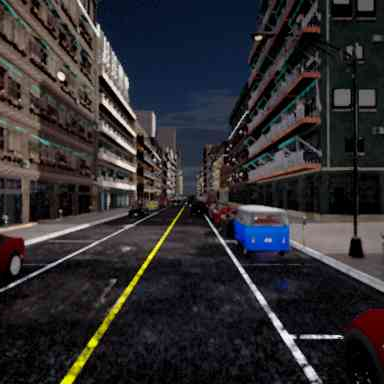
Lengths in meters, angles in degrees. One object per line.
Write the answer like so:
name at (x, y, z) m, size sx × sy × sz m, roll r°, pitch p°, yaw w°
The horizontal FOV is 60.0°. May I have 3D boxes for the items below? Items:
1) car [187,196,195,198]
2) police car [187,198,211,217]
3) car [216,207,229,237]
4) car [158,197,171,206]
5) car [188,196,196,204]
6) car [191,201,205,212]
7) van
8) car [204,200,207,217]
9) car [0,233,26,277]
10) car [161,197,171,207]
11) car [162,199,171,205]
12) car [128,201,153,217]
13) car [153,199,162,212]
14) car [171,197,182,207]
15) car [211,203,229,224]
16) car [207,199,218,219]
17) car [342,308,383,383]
car at (-0.055, 2.078, 72.105) m, size 1.837 × 1.490 × 4.892 m, roll 0°, pitch -1°, yaw 0°
police car at (0.727, 1.791, 36.665) m, size 1.930 × 1.638 × 5.238 m, roll 0°, pitch -1°, yaw 0°
car at (2.676, 1.759, 19.153) m, size 1.947 × 1.339 × 4.313 m, roll 0°, pitch -1°, yaw 0°
car at (-5.742, 1.998, 69.878) m, size 2.192 × 1.841 × 5.009 m, roll 0°, pitch -1°, yaw 0°
car at (-0.067, 1.945, 87.136) m, size 2.150 × 2.045 × 5.566 m, roll 0°, pitch -1°, yaw 0°
car at (0.785, 1.972, 46.560) m, size 1.837 × 1.490 × 4.892 m, roll 0°, pitch -1°, yaw 0°
van at (2.682, 1.478, 13.519) m, size 1.690 × 1.788 × 3.998 m, roll 0°, pitch -1°, yaw 0°
car at (2.664, 1.910, 36.061) m, size 2.008 × 1.369 × 4.403 m, roll 0°, pitch -1°, yaw 0°
car at (-5.696, 1.625, 7.877) m, size 1.887 × 1.381 × 4.507 m, roll 0°, pitch -1°, yaw 0°
car at (-5.739, 2.070, 64.241) m, size 1.967 × 1.590 × 4.097 m, roll 0°, pitch -1°, yaw 0°
car at (-5.748, 2.319, 75.512) m, size 1.802 × 1.307 × 4.206 m, roll 0°, pitch -1°, yaw 0°
car at (-5.717, 1.925, 36.057) m, size 1.947 × 1.339 × 4.313 m, roll 0°, pitch -1°, yaw 0°
car at (-5.726, 1.992, 47.161) m, size 1.752 × 1.417 × 4.829 m, roll 0°, pitch -1°, yaw 0°
car at (-3.075, 2.158, 64.579) m, size 1.812 × 1.442 × 4.674 m, roll 0°, pitch -1°, yaw 1°
car at (2.672, 1.794, 24.789) m, size 1.887 × 1.381 × 4.507 m, roll 0°, pitch -1°, yaw 0°
car at (2.668, 1.744, 30.427) m, size 1.967 × 1.590 × 4.097 m, roll 0°, pitch -1°, yaw 0°
car at (2.690, 1.464, 2.246) m, size 1.967 × 1.590 × 4.097 m, roll 0°, pitch -1°, yaw 0°
